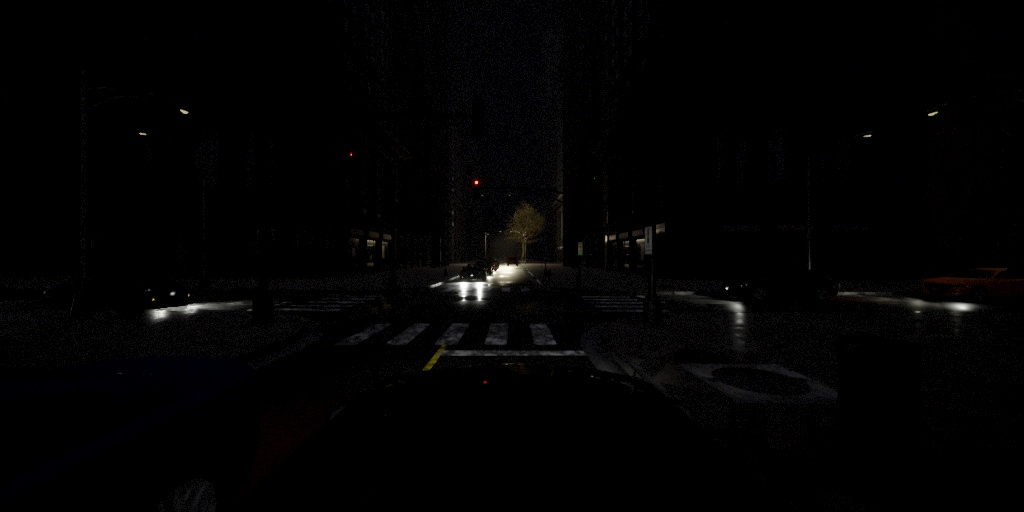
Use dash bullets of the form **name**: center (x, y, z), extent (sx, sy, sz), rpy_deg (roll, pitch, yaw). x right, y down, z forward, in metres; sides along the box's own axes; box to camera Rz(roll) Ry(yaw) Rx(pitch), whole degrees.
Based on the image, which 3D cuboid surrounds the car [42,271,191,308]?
- **car**: center (-15.039, 1.263, 13.789), extent (4.181, 1.385, 1.994), rpy_deg (0, 0, 0)

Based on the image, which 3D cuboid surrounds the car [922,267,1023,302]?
- **car**: center (22.545, 1.299, 16.960), extent (5.008, 1.535, 1.882), rpy_deg (0, 0, 0)

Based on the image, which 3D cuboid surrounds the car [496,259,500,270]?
- **car**: center (-3.075, 1.115, 48.280), extent (2.097, 1.767, 4.553), rpy_deg (0, 0, 0)

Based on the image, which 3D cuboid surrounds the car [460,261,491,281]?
- **car**: center (-3.092, 1.314, 29.564), extent (1.994, 1.385, 4.181), rpy_deg (0, 0, 0)

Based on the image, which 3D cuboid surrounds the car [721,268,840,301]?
- **car**: center (12.590, 1.297, 16.969), extent (4.892, 1.490, 1.837), rpy_deg (0, 0, 0)

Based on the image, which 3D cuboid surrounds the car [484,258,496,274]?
- **car**: center (-3.089, 1.231, 38.634), extent (1.882, 1.535, 5.008), rpy_deg (0, 0, 0)

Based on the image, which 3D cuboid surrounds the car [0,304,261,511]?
- **car**: center (-2.962, 1.227, 0.735), extent (1.882, 1.535, 5.008), rpy_deg (0, 0, 1)
